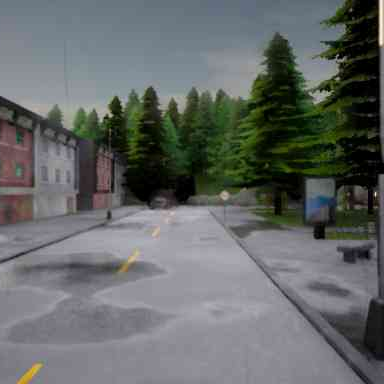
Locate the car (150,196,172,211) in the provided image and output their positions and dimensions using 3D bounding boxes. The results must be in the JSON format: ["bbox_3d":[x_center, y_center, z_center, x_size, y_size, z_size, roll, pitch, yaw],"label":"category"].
[{"bbox_3d":[-3.941,1.413,42.448,2.097,1.767,4.553,0,0,7],"label":"car"}]
